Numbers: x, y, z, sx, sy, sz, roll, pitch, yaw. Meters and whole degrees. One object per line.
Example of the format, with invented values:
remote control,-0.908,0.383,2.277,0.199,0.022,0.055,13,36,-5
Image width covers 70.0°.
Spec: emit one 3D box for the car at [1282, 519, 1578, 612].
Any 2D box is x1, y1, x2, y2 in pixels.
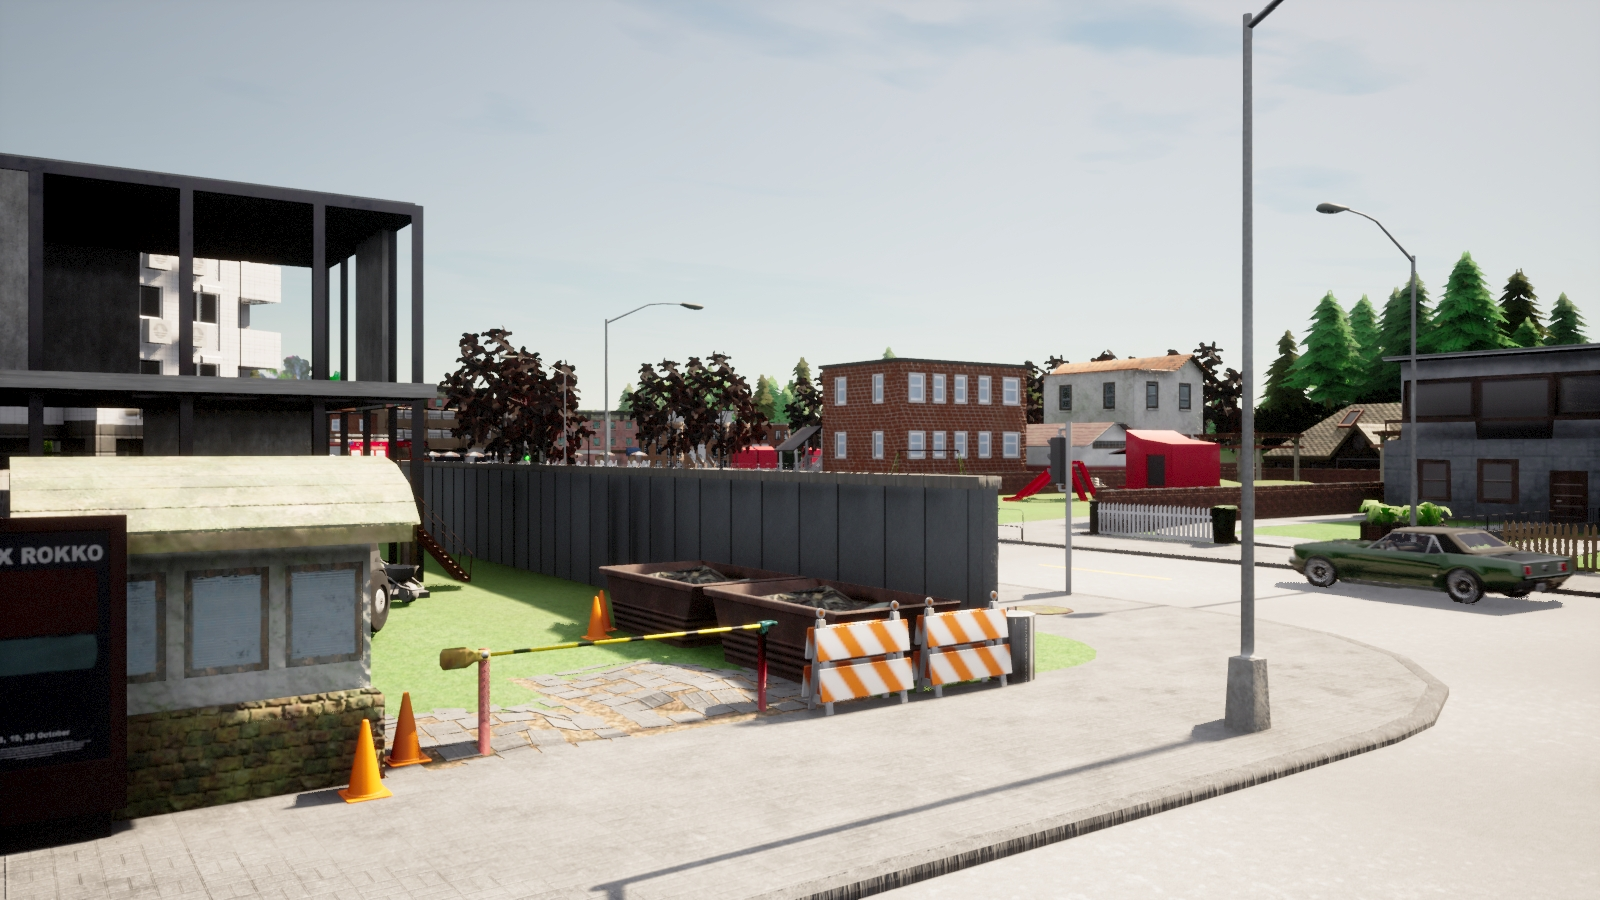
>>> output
car,12.034,2.146,22.191,1.895,1.301,4.718,0,0,-31
